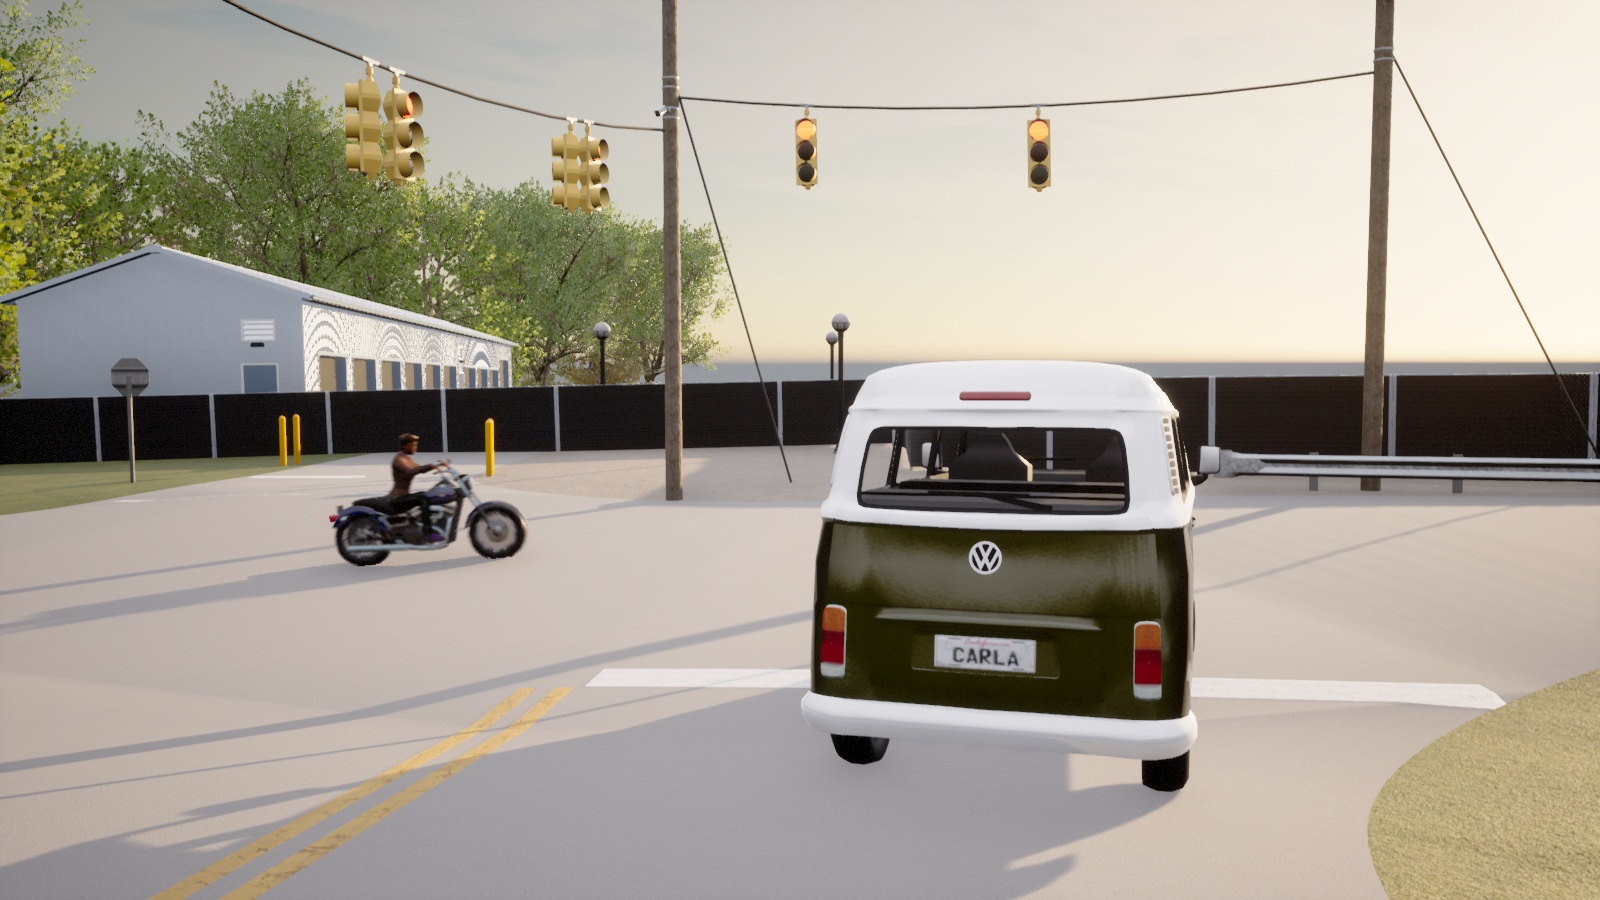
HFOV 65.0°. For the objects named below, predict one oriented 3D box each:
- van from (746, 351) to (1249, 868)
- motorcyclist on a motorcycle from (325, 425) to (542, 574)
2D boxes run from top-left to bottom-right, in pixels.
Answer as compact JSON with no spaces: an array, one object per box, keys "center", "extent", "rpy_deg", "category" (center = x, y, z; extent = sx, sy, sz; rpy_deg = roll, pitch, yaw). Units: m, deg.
[{"center":[1.416,0.559,7.374],"extent":[2.069,2.038,4.480],"rpy_deg":[1,2,17],"category":"van"},{"center":[-4.460,0.588,15.424],"extent":[2.350,1.649,0.766],"rpy_deg":[-3,3,-2],"category":"motorcyclist on a motorcycle"}]
